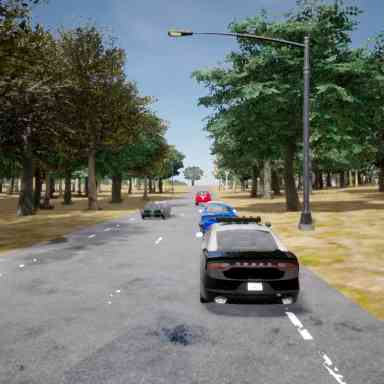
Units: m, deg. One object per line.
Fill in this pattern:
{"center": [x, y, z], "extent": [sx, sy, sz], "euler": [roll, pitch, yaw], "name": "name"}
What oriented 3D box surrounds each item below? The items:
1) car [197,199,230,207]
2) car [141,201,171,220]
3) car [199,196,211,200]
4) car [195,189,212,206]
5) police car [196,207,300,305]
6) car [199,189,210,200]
{"center": [1.405, 1.401, 18.121], "extent": [1.882, 1.535, 5.008], "euler": [0, 1, 2], "name": "car"}
{"center": [-2.789, 1.440, 26.435], "extent": [1.895, 1.301, 4.718], "euler": [0, 1, 3], "name": "car"}
{"center": [1.669, 1.315, 24.290], "extent": [1.801, 1.575, 5.366], "euler": [0, 1, 3], "name": "car"}
{"center": [1.617, 0.805, 46.158], "extent": [2.150, 2.045, 5.566], "euler": [0, 1, 3], "name": "car"}
{"center": [1.128, 1.409, 8.293], "extent": [1.930, 1.638, 5.238], "euler": [0, 0, 1], "name": "police car"}
{"center": [2.489, 0.467, 67.354], "extent": [2.150, 2.045, 5.566], "euler": [0, 1, 3], "name": "car"}
